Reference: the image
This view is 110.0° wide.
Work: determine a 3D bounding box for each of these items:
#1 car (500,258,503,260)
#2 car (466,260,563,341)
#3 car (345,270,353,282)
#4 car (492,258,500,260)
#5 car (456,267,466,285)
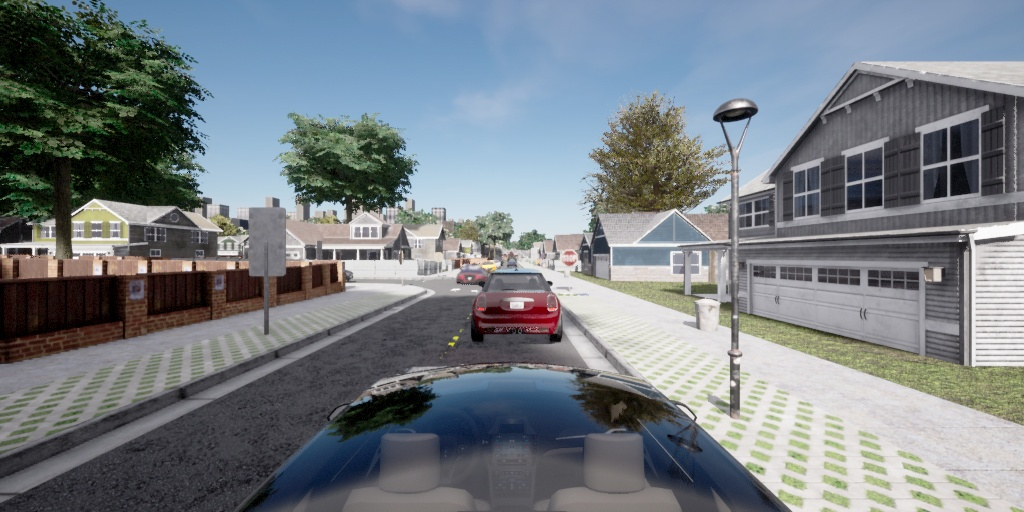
[{"bbox_3d":[-2.823,1.388,58.196,1.812,1.442,4.674,0,0,0],"label":"car"},{"bbox_3d":[0.103,1.108,10.017,2.097,1.767,4.553,0,0,0],"label":"car"},{"bbox_3d":[-13.554,1.156,25.060,4.674,1.442,1.812,1,0,2],"label":"car"},{"bbox_3d":[-2.840,1.302,43.232,1.882,1.535,5.008,0,0,0],"label":"car"},{"bbox_3d":[-2.832,1.329,26.110,1.994,1.385,4.181,1,0,0],"label":"car"}]
